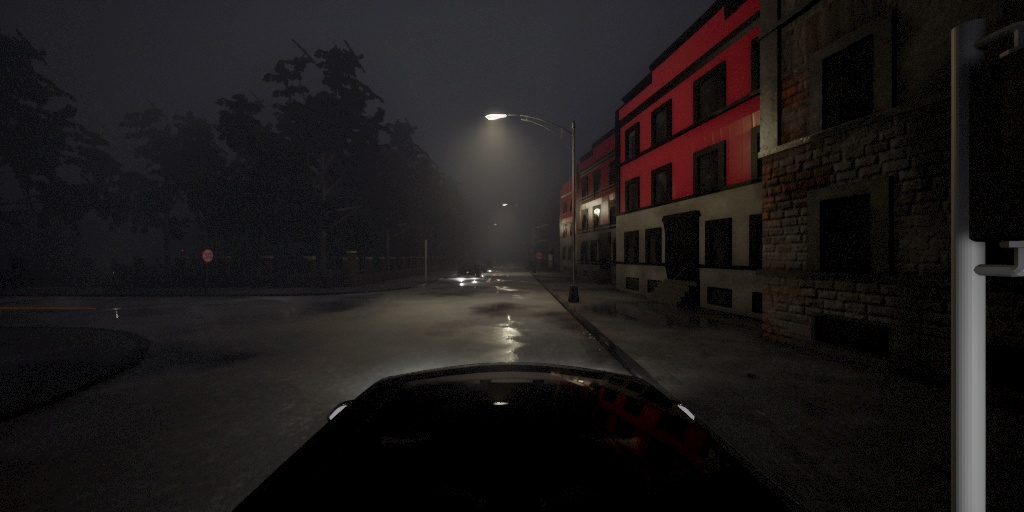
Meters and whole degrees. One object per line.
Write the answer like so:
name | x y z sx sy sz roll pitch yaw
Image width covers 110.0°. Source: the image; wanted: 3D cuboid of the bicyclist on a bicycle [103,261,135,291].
bicyclist on a bicycle | -21.814 1.099 19.925 0.582 1.620 1.656 0 0 0

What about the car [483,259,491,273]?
car | -4.017 1.297 43.939 2.033 1.411 5.357 0 0 0

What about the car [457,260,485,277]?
car | -4.036 1.314 34.647 1.994 1.385 4.181 0 0 0

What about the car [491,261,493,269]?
car | -3.971 1.228 54.351 1.882 1.535 5.008 0 0 0
